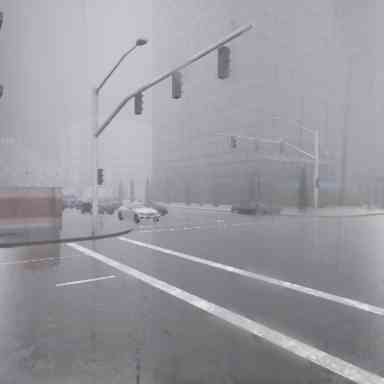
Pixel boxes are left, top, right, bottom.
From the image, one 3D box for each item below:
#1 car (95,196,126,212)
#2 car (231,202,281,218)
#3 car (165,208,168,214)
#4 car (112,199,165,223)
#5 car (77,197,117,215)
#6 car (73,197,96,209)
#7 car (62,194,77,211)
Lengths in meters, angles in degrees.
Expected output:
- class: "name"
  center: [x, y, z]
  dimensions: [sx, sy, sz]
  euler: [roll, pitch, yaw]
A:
- class: "car"
  center: [-9.740, 1.352, 39.598]
  dimensions: [2.097, 1.767, 4.553]
  euler: [0, 0, -36]
- class: "car"
  center: [5.715, 1.601, 30.387]
  dimensions: [1.895, 1.301, 4.718]
  euler: [0, 0, -36]
- class: "car"
  center: [-4.360, 1.547, 32.085]
  dimensions: [2.033, 1.411, 5.357]
  euler: [0, 0, -36]
- class: "car"
  center: [-4.250, 1.526, 25.923]
  dimensions: [1.812, 1.442, 4.674]
  euler: [0, 0, -36]
- class: "car"
  center: [-9.476, 1.352, 33.222]
  dimensions: [2.097, 1.767, 4.553]
  euler: [0, 0, -36]
- class: "car"
  center: [-15.370, 1.526, 47.479]
  dimensions: [1.812, 1.442, 4.674]
  euler: [0, 0, -35]
- class: "car"
  center: [-15.746, 1.219, 41.976]
  dimensions: [2.150, 2.045, 5.566]
  euler: [0, 0, -36]
